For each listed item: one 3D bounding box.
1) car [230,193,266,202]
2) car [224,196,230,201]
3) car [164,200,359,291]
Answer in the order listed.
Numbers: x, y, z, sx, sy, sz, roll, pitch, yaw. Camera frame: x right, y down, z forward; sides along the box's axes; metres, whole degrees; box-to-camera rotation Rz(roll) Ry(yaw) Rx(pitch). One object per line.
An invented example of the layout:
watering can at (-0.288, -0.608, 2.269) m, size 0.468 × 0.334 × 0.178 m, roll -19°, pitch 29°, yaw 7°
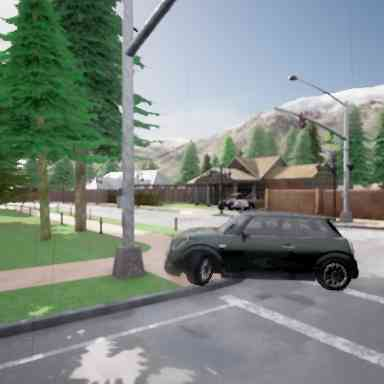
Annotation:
car at (6.567, 1.072, 35.016) m, size 4.605 × 1.855 × 1.932 m, roll 0°, pitch 0°, yaw -37°
car at (4.748, 1.075, 36.794) m, size 3.866 × 1.878 × 1.905 m, roll 0°, pitch 0°, yaw -37°
car at (1.603, 1.254, 8.393) m, size 4.553 × 1.767 × 2.097 m, roll 3°, pitch 1°, yaw 0°
